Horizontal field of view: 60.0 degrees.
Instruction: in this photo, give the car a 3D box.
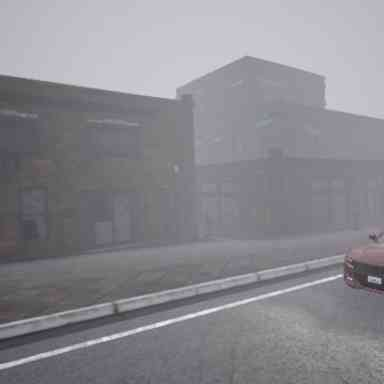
[{"bbox_3d":[5.635,1.459,8.010,5.008,1.535,1.882,0,0,-35],"label":"car"}]
